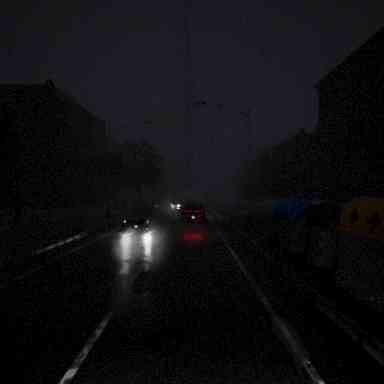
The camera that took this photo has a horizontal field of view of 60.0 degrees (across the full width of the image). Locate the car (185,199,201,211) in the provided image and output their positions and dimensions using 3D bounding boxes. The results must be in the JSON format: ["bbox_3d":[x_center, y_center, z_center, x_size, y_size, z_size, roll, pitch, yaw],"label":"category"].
[{"bbox_3d":[0.078,1.640,43.016,1.994,1.385,4.181,0,0,0],"label":"car"}]

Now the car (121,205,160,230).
[{"bbox_3d":[-3.110,1.545,21.163,2.033,1.411,5.357,0,0,0],"label":"car"}]

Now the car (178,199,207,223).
[{"bbox_3d":[0.088,1.514,25.855,1.837,1.490,4.892,0,0,0],"label":"car"}]

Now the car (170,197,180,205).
[{"bbox_3d":[-3.060,1.626,63.474,2.128,1.511,4.902,0,0,1],"label":"car"}]
